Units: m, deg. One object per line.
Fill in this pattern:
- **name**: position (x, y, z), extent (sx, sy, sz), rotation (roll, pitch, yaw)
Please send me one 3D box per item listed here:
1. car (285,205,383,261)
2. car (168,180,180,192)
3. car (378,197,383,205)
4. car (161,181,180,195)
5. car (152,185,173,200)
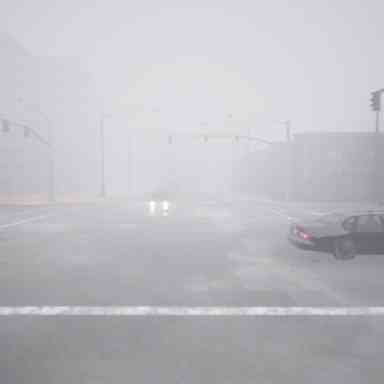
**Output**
- **car**: position (5.769, 1.295, 10.526), extent (5.357, 1.411, 2.033), rotation (0, 2, 0)
- **car**: position (-3.481, -1.215, 65.430), extent (2.150, 2.045, 5.566), rotation (0, 3, 0)
- **car**: position (16.351, 0.544, 24.568), extent (4.553, 1.767, 2.097), rotation (0, 2, 0)
- **car**: position (-3.556, -0.685, 52.258), extent (2.150, 2.045, 5.566), rotation (0, 2, 0)
- **car**: position (-3.576, 0.227, 38.804), extent (1.895, 1.301, 4.718), rotation (0, 2, 0)
